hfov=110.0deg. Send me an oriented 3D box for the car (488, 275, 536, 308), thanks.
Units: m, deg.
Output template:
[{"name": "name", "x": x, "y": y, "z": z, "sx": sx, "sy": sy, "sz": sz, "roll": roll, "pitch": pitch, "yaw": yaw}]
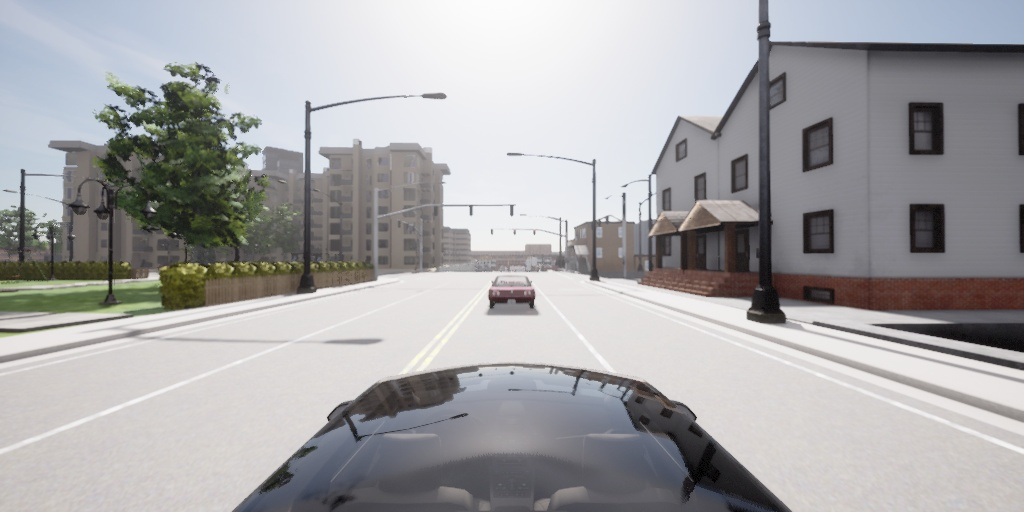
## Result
[{"name": "car", "x": -0.005, "y": 1.481, "z": 15.949, "sx": 1.895, "sy": 1.301, "sz": 4.718, "roll": 0, "pitch": 0, "yaw": 0}]
